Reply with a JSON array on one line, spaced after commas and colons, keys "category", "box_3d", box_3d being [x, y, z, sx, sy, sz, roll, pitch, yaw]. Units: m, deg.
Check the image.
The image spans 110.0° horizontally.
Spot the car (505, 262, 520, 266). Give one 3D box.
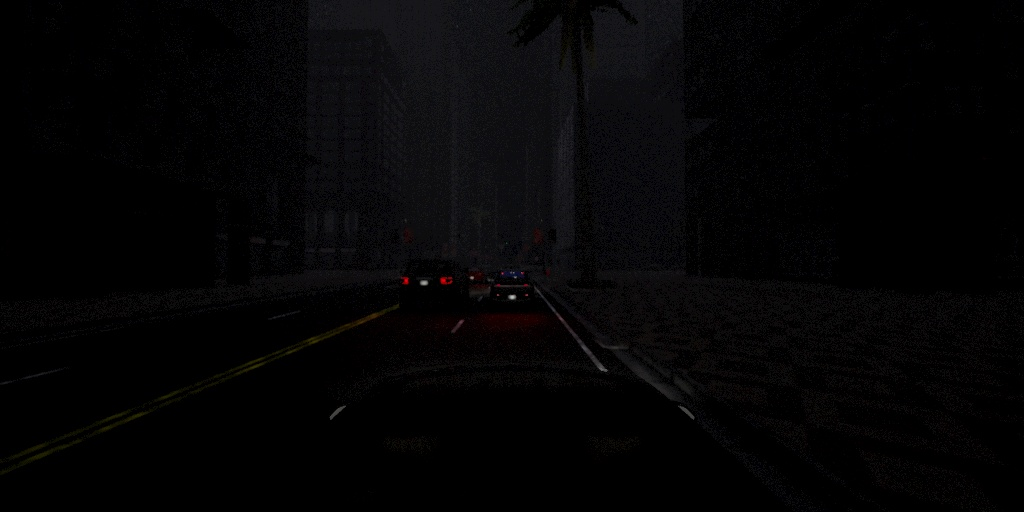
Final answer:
[{"category": "car", "box_3d": [0.038, 1.425, 30.944, 2.097, 1.767, 4.553, 0, -1, 0]}]

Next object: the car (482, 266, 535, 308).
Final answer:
[{"category": "car", "box_3d": [0.022, 1.388, 16.154, 2.128, 1.511, 4.902, 0, -1, 0]}]

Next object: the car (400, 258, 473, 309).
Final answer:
[{"category": "car", "box_3d": [-3.232, 1.109, 15.898, 2.150, 2.045, 5.566, 0, 0, 0]}]

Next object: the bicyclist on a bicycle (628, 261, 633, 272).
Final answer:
[{"category": "bicyclist on a bicycle", "box_3d": [18.460, 1.652, 56.127, 0.582, 1.620, 1.656, 0, -2, -1]}]

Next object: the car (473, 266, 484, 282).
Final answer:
[{"category": "car", "box_3d": [-3.209, 1.605, 31.249, 1.812, 1.442, 4.674, 0, -1, 0]}]

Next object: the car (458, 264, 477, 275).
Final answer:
[{"category": "car", "box_3d": [-6.442, 1.903, 52.184, 2.128, 1.511, 4.902, 0, -1, 0]}]
